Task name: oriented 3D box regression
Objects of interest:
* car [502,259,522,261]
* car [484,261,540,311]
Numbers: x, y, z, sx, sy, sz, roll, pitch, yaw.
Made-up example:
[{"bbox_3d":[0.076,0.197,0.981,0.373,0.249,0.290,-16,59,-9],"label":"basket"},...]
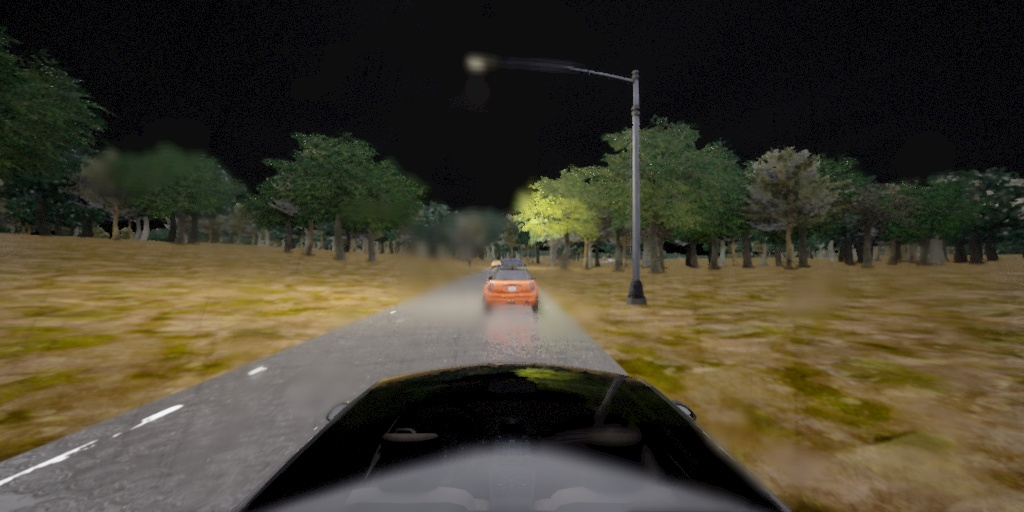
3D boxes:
[{"bbox_3d":[0.017,1.263,29.418,2.150,2.045,5.566,0,0,0],"label":"car"},{"bbox_3d":[0.027,1.242,15.280,2.097,1.767,4.553,0,-1,1],"label":"car"}]
